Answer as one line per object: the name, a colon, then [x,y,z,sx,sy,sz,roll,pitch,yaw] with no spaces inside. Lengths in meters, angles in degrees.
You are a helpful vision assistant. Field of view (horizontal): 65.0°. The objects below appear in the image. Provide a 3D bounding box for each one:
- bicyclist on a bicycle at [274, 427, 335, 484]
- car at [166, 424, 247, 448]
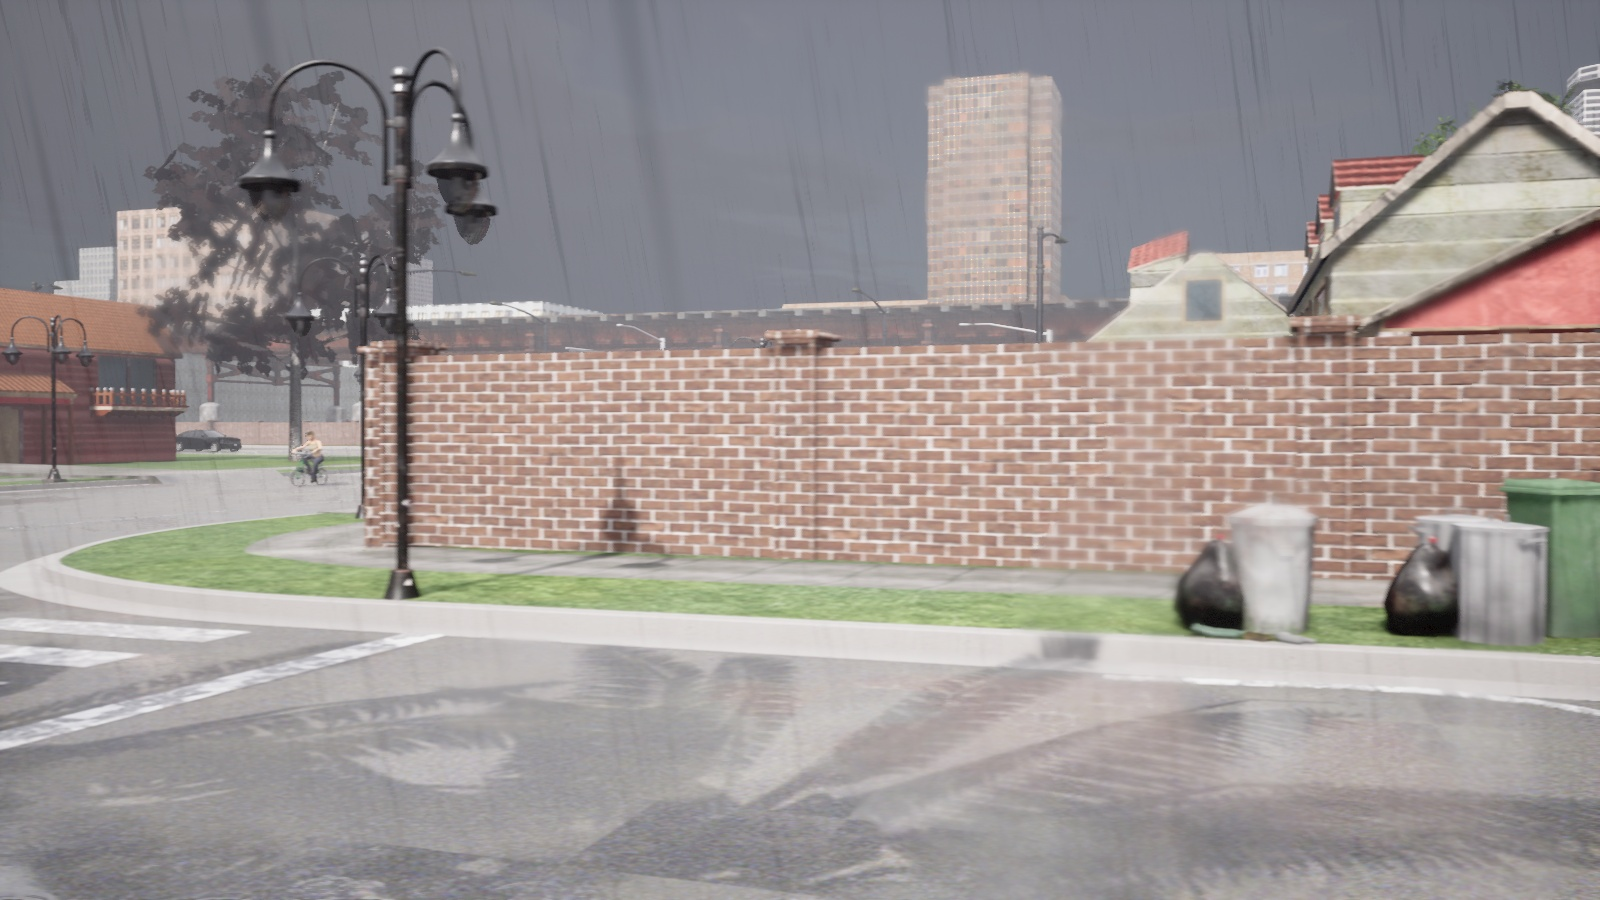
bicyclist on a bicycle: [-14.330,0.150,36.375,0.866,1.612,1.509,1,1,19]
car: [-39.731,-0.919,84.059,5.008,1.535,1.882,1,1,20]
